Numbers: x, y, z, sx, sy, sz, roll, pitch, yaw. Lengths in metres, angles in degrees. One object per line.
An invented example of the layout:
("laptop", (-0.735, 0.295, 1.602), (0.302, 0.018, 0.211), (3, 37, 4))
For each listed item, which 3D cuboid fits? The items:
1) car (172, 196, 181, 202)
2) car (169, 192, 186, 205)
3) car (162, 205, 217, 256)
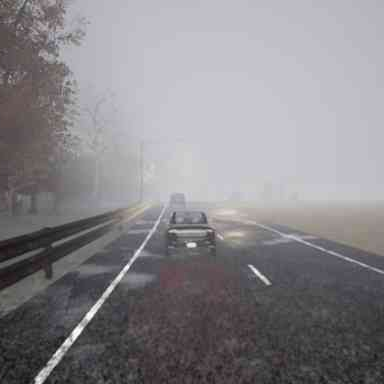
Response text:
("car", (-3.515, 1.540, 74.014), (1.895, 1.301, 4.718), (0, 0, -3))
("car", (-2.030, 1.198, 47.112), (2.150, 2.045, 5.566), (0, 0, -3))
("car", (-0.153, 1.491, 13.129), (2.128, 1.511, 4.902), (0, 0, -3))
